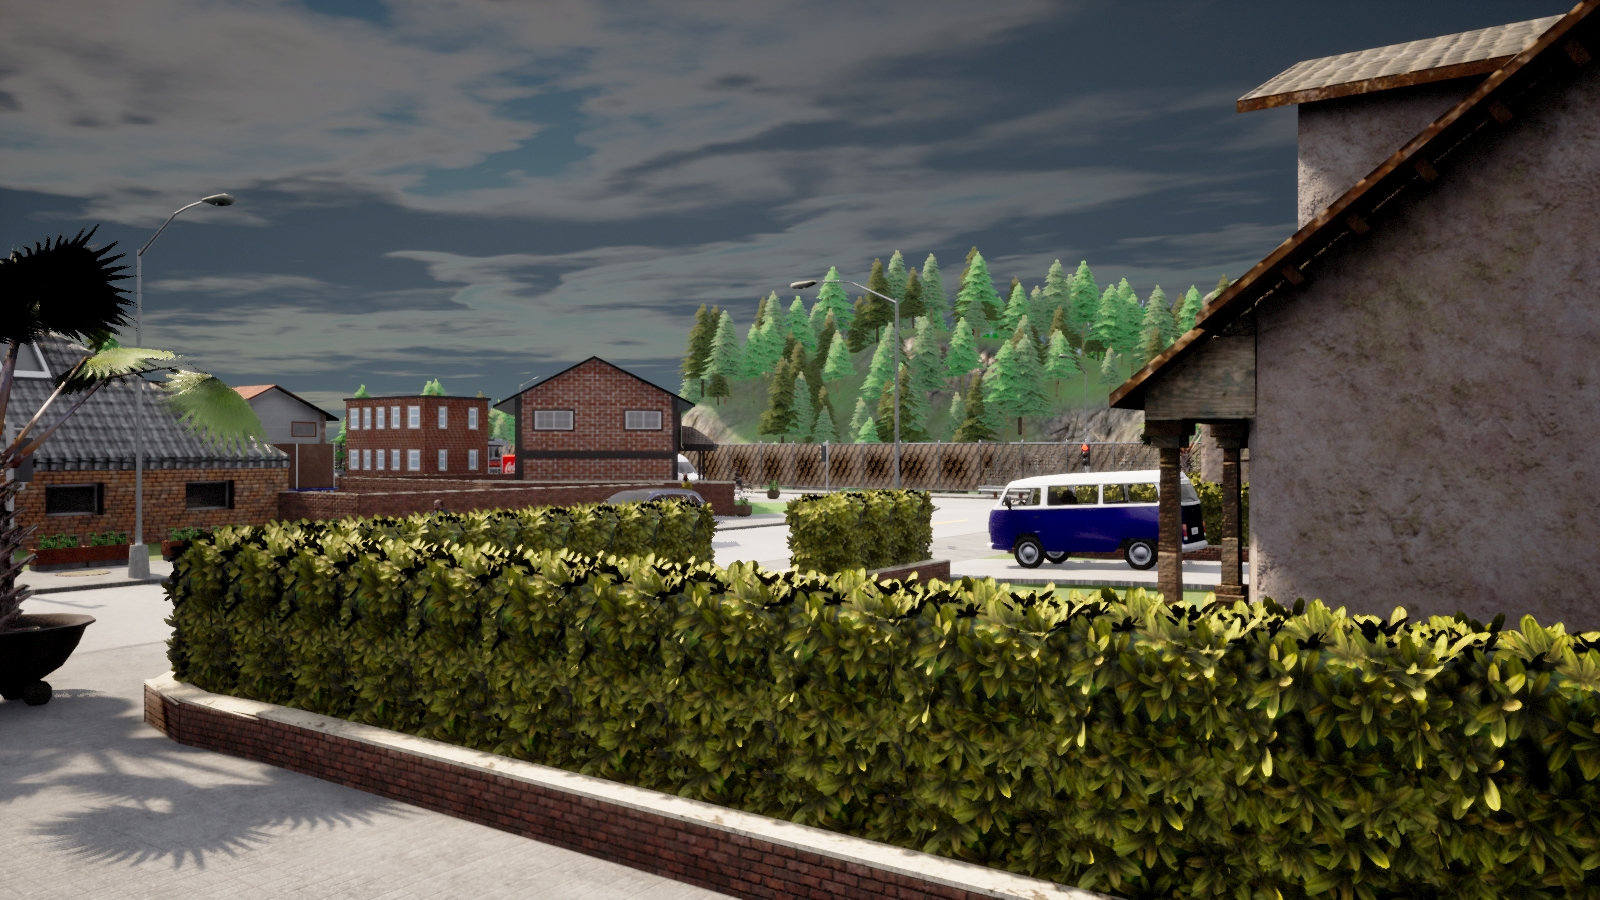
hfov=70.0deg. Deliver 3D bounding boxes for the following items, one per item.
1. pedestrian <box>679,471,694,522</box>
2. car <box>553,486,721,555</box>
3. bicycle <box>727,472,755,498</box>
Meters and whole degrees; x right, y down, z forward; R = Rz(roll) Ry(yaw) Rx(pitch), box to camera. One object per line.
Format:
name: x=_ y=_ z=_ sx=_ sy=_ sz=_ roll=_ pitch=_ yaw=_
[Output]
pedestrian: x=-4.232 y=1.732 z=42.566 sx=0.375 sy=1.860 sz=0.375 roll=0 pitch=0 yaw=36
car: x=-4.616 y=1.958 z=32.926 sx=2.242 sy=1.667 sz=4.611 roll=0 pitch=0 yaw=35
bicycle: x=-3.499 y=2.044 z=67.330 sx=1.835 sy=1.471 sz=0.329 roll=0 pitch=0 yaw=35
